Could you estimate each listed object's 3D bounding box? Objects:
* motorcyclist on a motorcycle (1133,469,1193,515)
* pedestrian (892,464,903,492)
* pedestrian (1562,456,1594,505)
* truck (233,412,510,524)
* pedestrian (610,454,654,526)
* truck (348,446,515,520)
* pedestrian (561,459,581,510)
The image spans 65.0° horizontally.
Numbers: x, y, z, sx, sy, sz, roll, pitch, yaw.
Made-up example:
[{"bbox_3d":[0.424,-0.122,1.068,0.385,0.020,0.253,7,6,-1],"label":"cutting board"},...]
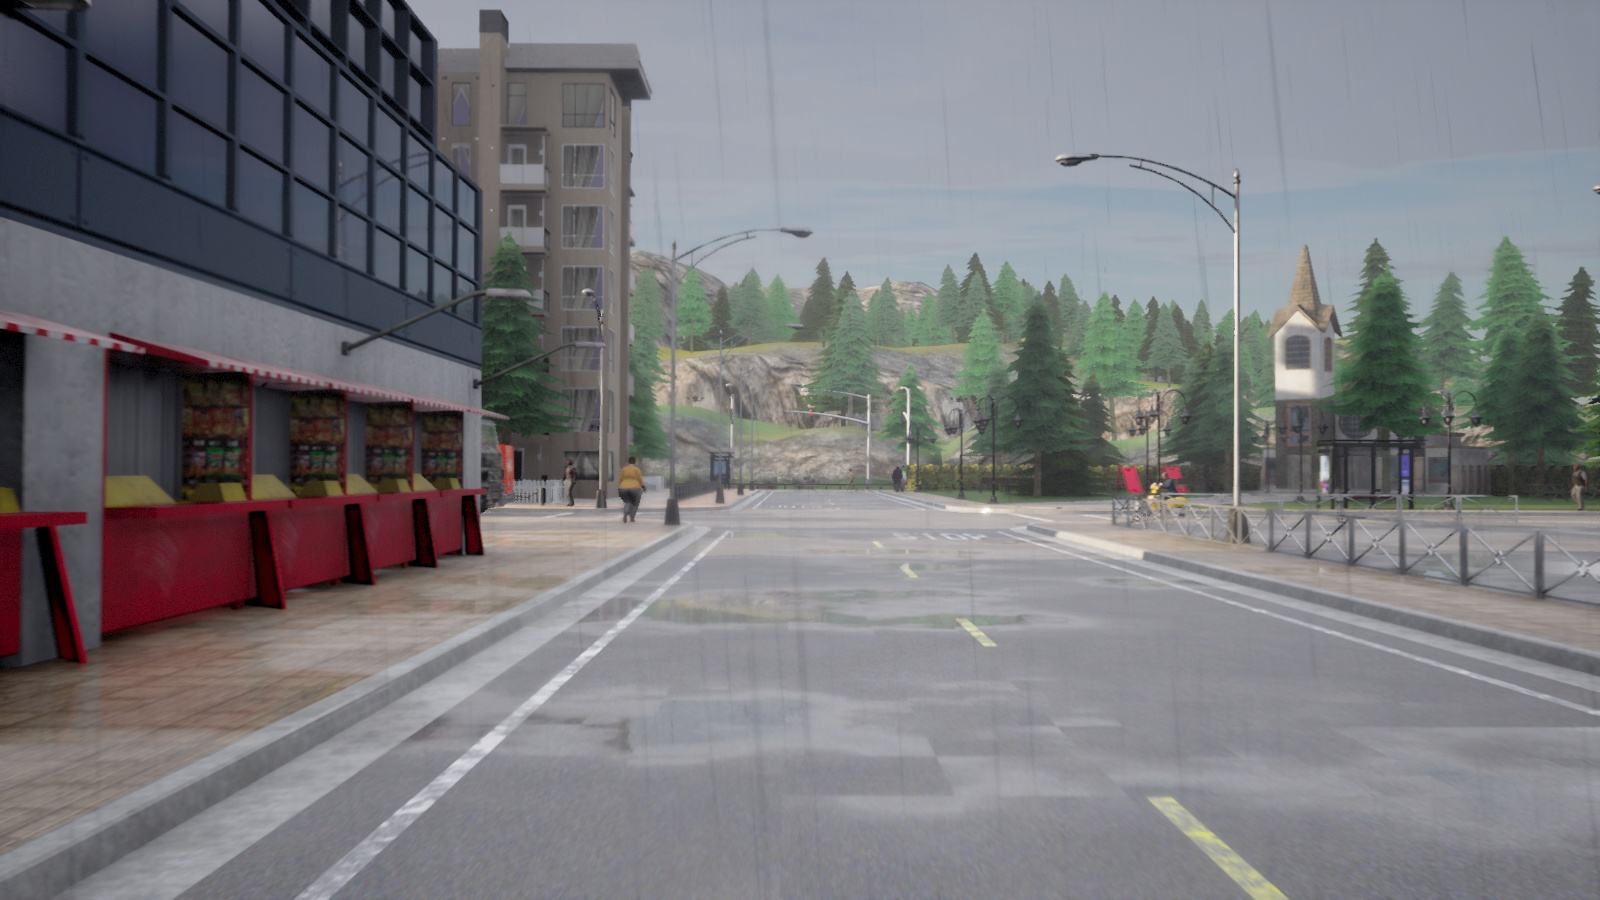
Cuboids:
[{"bbox_3d":[12.806,1.475,44.331,1.817,1.590,0.866,-1,-1,-1],"label":"motorcyclist on a motorcycle"},{"bbox_3d":[6.475,1.851,83.707,0.634,1.844,0.899,0,-1,-1],"label":"pedestrian"},{"bbox_3d":[29.805,1.172,48.118,0.849,1.883,0.563,0,-1,-3],"label":"pedestrian"},{"bbox_3d":[-13.664,0.580,40.513,7.936,3.462,2.891,0,-1,-1],"label":"truck"},{"bbox_3d":[-4.421,1.049,33.180,0.874,1.855,0.900,0,-1,14],"label":"pedestrian"},{"bbox_3d":[-12.829,1.132,44.076,5.204,2.467,2.627,0,-1,-5],"label":"truck"},{"bbox_3d":[-8.869,1.335,48.604,0.402,1.930,0.666,-1,-1,33],"label":"pedestrian"}]
